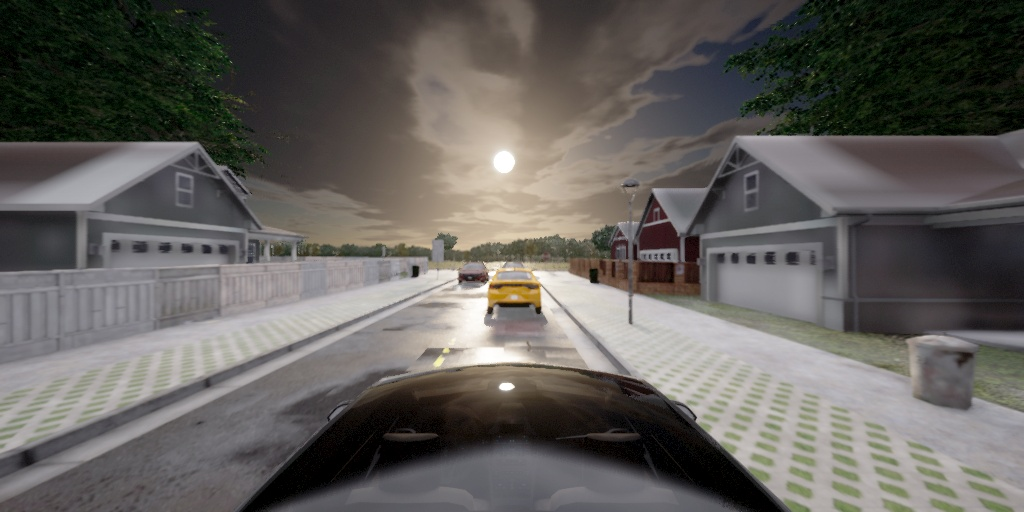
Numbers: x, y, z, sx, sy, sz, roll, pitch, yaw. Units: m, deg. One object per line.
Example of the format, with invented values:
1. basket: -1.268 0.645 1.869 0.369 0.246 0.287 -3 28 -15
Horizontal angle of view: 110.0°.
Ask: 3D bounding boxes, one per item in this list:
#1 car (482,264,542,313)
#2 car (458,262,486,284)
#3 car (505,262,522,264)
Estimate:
1. car: 0.091 1.206 13.941 1.882 1.535 5.008 0 -1 0
2. car: -2.787 1.187 26.483 1.882 1.535 5.008 0 0 0
3. car: 0.107 1.187 27.711 1.882 1.535 5.008 0 0 1
